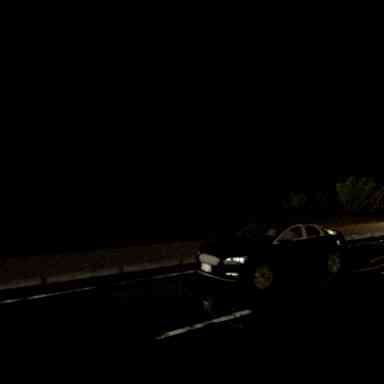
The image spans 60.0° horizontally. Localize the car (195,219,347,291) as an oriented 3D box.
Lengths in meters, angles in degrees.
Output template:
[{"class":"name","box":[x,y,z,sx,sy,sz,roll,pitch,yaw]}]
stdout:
[{"class":"car","box":[2.350,1.542,9.264,4.902,1.511,2.128,1,0,-35]}]
